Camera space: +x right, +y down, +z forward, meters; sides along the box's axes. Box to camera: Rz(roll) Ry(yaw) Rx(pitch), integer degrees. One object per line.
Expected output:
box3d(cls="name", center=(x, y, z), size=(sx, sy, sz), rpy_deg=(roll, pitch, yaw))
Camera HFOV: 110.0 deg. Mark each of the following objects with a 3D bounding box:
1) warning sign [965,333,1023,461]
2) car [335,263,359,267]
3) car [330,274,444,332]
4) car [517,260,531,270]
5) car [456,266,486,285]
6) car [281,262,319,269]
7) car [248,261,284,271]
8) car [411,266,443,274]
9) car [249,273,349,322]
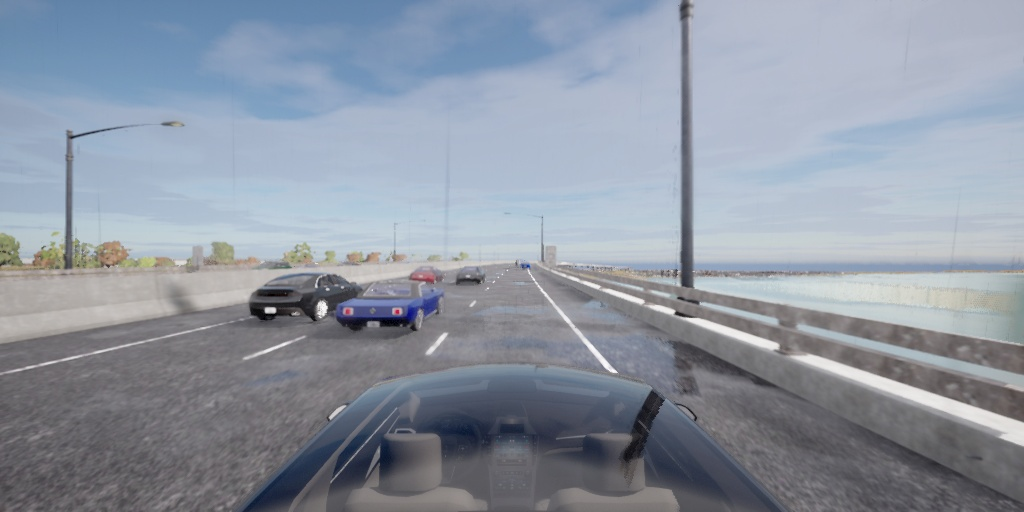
box3d(cls="warning sign", center=(4.548, 0.873, 2.724), size=(1.300, 1.860, 1.060), rpy_deg=(0, 0, 0))
box3d(cls="car", center=(-17.229, 1.478, 37.164), size=(1.837, 1.490, 4.892), rpy_deg=(0, 0, 1))
box3d(cls="car", center=(-3.379, 1.406, 11.031), size=(1.895, 1.301, 4.718), rpy_deg=(0, 0, 0))
box3d(cls="car", center=(2.275, 1.631, 62.254), size=(1.882, 1.535, 5.008), rpy_deg=(0, 0, 2))
box3d(cls="car", center=(-3.196, 1.481, 28.472), size=(1.994, 1.385, 4.181), rpy_deg=(0, 0, 1))
box3d(cls="car", center=(-20.748, 1.531, 36.226), size=(1.994, 1.385, 4.181), rpy_deg=(0, 0, 1))
box3d(cls="car", center=(-24.249, 1.318, 36.178), size=(2.097, 1.767, 4.553), rpy_deg=(0, 0, 1))
box3d(cls="car", center=(-6.697, 1.480, 28.460), size=(1.994, 1.385, 4.181), rpy_deg=(0, 0, 1))
box3d(cls="car", center=(-6.867, 1.319, 12.640), size=(1.837, 1.490, 4.892), rpy_deg=(0, 0, 0))
